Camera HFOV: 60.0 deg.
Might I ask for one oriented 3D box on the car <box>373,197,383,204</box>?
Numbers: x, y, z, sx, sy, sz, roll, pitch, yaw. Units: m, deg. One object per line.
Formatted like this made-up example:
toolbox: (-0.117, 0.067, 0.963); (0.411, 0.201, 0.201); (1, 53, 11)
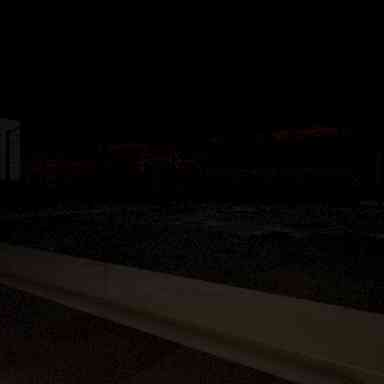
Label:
car: (37.534, 1.576, 65.374); (1.853, 1.218, 4.536); (1, 1, 6)

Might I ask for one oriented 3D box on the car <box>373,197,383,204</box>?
car: (37.527, 1.734, 65.323); (2.038, 1.542, 4.974); (1, 1, 6)
